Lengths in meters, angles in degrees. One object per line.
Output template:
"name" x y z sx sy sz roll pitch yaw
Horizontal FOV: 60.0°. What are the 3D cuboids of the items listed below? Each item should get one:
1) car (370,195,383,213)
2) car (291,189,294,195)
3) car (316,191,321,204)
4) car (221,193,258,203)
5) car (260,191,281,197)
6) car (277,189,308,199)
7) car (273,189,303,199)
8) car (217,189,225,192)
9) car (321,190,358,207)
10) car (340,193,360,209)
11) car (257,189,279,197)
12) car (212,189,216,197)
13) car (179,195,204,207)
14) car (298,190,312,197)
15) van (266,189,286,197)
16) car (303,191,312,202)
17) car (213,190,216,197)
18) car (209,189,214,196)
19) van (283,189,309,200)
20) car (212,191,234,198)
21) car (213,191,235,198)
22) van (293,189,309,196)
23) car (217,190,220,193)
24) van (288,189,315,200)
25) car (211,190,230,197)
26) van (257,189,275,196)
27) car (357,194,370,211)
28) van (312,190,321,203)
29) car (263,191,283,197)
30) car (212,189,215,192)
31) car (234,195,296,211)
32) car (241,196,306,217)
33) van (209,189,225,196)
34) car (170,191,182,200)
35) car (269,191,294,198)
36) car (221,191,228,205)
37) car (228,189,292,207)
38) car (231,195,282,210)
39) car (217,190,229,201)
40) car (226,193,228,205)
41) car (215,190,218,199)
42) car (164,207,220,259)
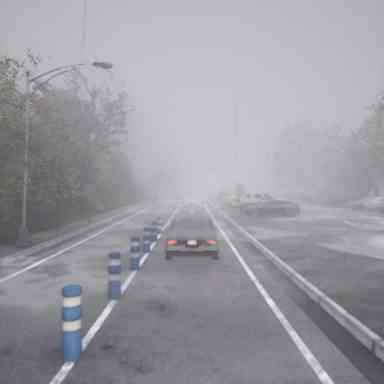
"car" 19.874 1.302 31.173 4.792 1.488 2.163 0 1 0
"car" 20.142 0.780 58.858 5.008 1.535 2.097 0 1 0
"car" 19.992 1.026 45.019 4.792 1.488 2.163 0 1 0
"car" 7.173 0.897 50.714 5.366 1.575 1.946 0 1 0
"car" 20.365 0.470 86.558 5.008 1.535 2.097 0 1 0
"car" 20.179 0.436 67.164 5.566 2.045 2.435 0 1 0
"car" 20.202 0.405 69.934 5.566 2.045 2.435 0 1 0
"car" 7.066 0.694 56.260 4.553 1.767 2.185 0 1 0
"car" 20.025 0.801 42.244 5.566 2.045 2.435 0 1 0
"car" 19.765 1.159 36.713 5.366 1.575 1.946 0 1 0
"car" 20.366 0.186 89.449 5.566 2.045 2.435 0 1 0
"car" 7.099 0.722 67.363 4.792 1.488 2.163 0 1 0
"car" 0.027 1.262 28.852 1.812 1.442 4.674 0 1 1
"car" 20.119 0.881 53.321 4.792 1.488 2.163 0 1 0
"van" 20.441 0.305 81.139 4.442 1.987 1.878 0 1 0
"car" 20.097 0.922 50.682 4.792 1.488 2.163 0 1 1
"car" 7.076 0.753 64.587 4.792 1.488 2.163 0 1 0
"car" 6.990 0.628 72.916 5.366 1.575 1.946 0 1 0
"van" 20.066 0.492 64.396 4.442 1.987 1.878 0 1 0
"car" 7.216 0.569 78.466 4.892 1.521 2.231 0 1 0
"car" 7.205 0.600 75.690 4.892 1.521 2.231 0 1 0
"van" 20.005 0.589 56.071 4.442 1.987 1.878 0 1 0
"car" 7.005 0.858 53.482 4.892 1.521 2.231 0 1 0
"van" 20.276 0.523 61.624 4.442 1.987 1.878 0 1 0
"car" 7.237 0.380 84.017 4.553 1.767 2.185 0 1 0
"van" 20.535 0.180 92.219 4.442 1.987 1.878 0 1 0
"car" 19.924 1.257 33.942 4.674 1.452 2.002 0 1 0
"van" 20.161 0.716 47.906 4.442 1.987 1.878 0 1 0
"car" 20.345 0.541 83.787 4.674 1.452 2.002 0 1 0
"car" 7.122 0.691 70.139 4.792 1.488 2.163 0 1 0
"car" 6.829 1.279 31.289 5.008 1.535 2.097 0 1 0
"car" 6.772 1.364 28.514 4.792 1.488 2.163 0 1 0
"van" 7.245 0.156 95.120 4.442 1.987 1.878 0 1 0
"car" -3.149 0.571 66.084 2.097 1.767 4.553 0 1 1
"car" 20.271 0.594 75.478 5.008 1.535 2.097 0 1 0
"car" 6.732 1.055 42.392 5.366 1.575 1.946 0 1 0
"car" 6.876 0.972 34.059 5.566 2.045 2.435 0 1 0
"car" 7.056 1.165 36.838 5.366 1.575 1.946 0 1 0
"car" 6.780 0.944 48.064 5.366 1.575 1.946 0 1 0
"car" 6.901 1.114 39.616 4.892 1.521 2.231 0 1 0
"car" 7.087 0.816 59.034 4.792 1.488 2.163 0 1 0
"car" 0.010 1.531 12.523 2.033 1.411 5.357 0 1 0
